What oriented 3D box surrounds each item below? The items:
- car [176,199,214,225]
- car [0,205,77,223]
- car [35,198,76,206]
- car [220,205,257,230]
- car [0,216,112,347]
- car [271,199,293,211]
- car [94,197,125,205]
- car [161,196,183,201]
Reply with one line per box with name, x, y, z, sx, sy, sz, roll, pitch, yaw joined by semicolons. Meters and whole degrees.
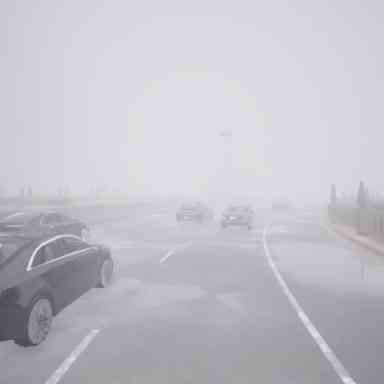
car;0.300;1.465;24.105;2.128;1.511;4.902;0;0;16
car;-5.731;1.463;12.915;1.837;1.490;4.892;0;0;8
car;-10.528;1.273;24.967;2.097;1.767;4.553;0;0;15
car;3.088;1.537;21.409;2.033;1.411;5.357;0;0;15
car;-2.993;1.470;6.293;2.128;1.511;4.902;0;0;4
car;11.122;1.530;41.062;1.812;1.442;4.674;0;0;28
car;-10.975;1.374;44.289;1.882;1.535;5.008;0;0;24
car;-3.004;1.447;52.050;2.128;1.511;4.902;0;0;31
